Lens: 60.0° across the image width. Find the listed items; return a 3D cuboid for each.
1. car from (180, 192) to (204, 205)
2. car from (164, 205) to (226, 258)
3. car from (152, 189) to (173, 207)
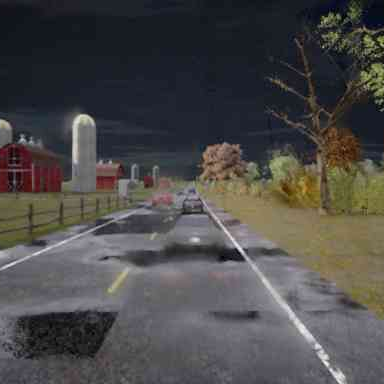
[{"bbox_3d":[0.081,1.034,32.093,2.128,1.511,4.902,0,1,0],"label":"car"},{"bbox_3d":[0.089,1.391,12.059,1.994,1.385,4.181,0,1,0],"label":"car"},{"bbox_3d":[-3.521,0.649,40.325,2.150,2.045,5.566,0,1,0],"label":"car"}]
